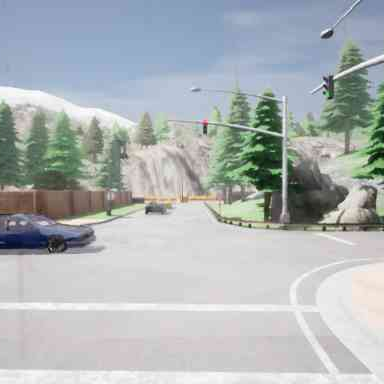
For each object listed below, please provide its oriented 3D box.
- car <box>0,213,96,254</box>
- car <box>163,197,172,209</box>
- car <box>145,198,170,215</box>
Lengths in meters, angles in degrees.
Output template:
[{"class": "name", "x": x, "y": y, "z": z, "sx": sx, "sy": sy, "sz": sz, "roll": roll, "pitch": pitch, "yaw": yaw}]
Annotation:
[{"class": "car", "x": -6.536, "y": 1.540, "z": 12.725, "sx": 5.357, "sy": 1.411, "sz": 2.033, "roll": 0, "pitch": 0, "yaw": -2}, {"class": "car", "x": -3.702, "y": 1.470, "z": 44.527, "sx": 1.882, "sy": 1.535, "sz": 5.008, "roll": 0, "pitch": 0, "yaw": 0}, {"class": "car", "x": -3.681, "y": 1.595, "z": 34.314, "sx": 1.895, "sy": 1.301, "sz": 4.718, "roll": 0, "pitch": 0, "yaw": 0}]
